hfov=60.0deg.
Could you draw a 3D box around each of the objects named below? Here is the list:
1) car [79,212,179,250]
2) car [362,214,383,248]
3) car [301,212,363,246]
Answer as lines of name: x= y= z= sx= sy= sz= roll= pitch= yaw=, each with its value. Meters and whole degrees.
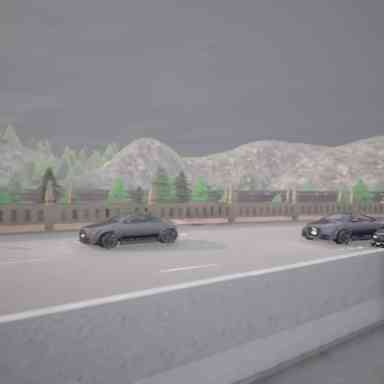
car: x=-2.682 y=1.592 z=14.459 sx=4.181 sy=1.385 sz=1.994 roll=1 pitch=0 yaw=-32
car: x=9.665 y=1.675 z=13.363 sx=5.357 sy=1.411 sz=2.033 roll=1 pitch=0 yaw=-26
car: x=7.337 y=1.682 z=16.004 sx=4.181 sy=1.385 sz=1.994 roll=1 pitch=0 yaw=-26
